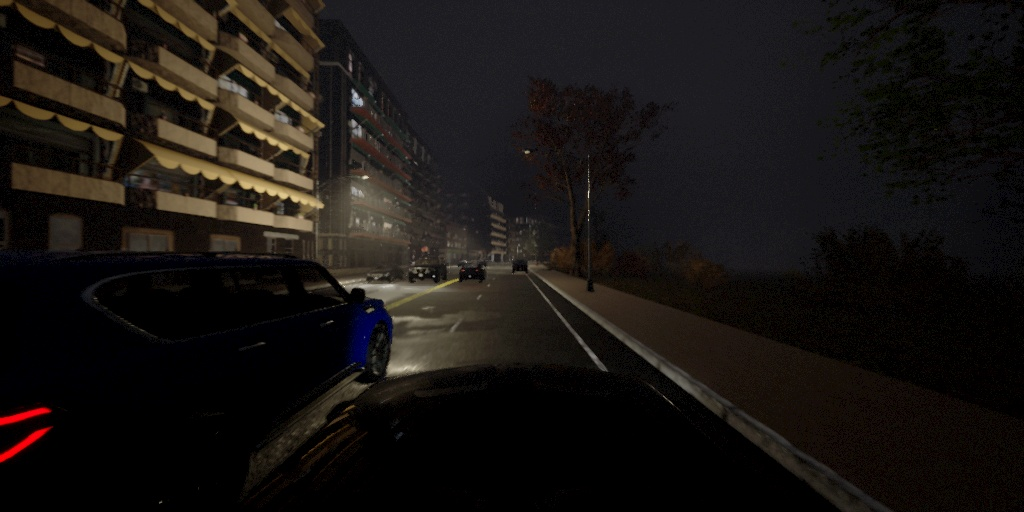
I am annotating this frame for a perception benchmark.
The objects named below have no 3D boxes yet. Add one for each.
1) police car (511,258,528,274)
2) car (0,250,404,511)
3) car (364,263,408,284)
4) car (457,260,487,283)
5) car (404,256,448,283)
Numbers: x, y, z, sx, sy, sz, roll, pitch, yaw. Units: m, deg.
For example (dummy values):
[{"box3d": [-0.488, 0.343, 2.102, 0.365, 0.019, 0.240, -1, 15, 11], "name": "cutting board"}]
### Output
[{"box3d": [0.975, 1.280, 43.918, 1.930, 1.638, 5.238, 0, 0, 0], "name": "police car"}, {"box3d": [-3.150, 0.978, 3.965, 2.150, 2.045, 5.566, 0, 0, 0], "name": "car"}, {"box3d": [-9.840, 1.338, 28.338, 1.812, 1.442, 4.674, 0, 0, 0], "name": "car"}, {"box3d": [-3.151, 1.307, 29.223, 2.128, 1.511, 4.902, 0, 0, 0], "name": "car"}, {"box3d": [-6.593, 1.034, 28.711, 2.150, 2.045, 5.566, 0, 0, 0], "name": "car"}]
